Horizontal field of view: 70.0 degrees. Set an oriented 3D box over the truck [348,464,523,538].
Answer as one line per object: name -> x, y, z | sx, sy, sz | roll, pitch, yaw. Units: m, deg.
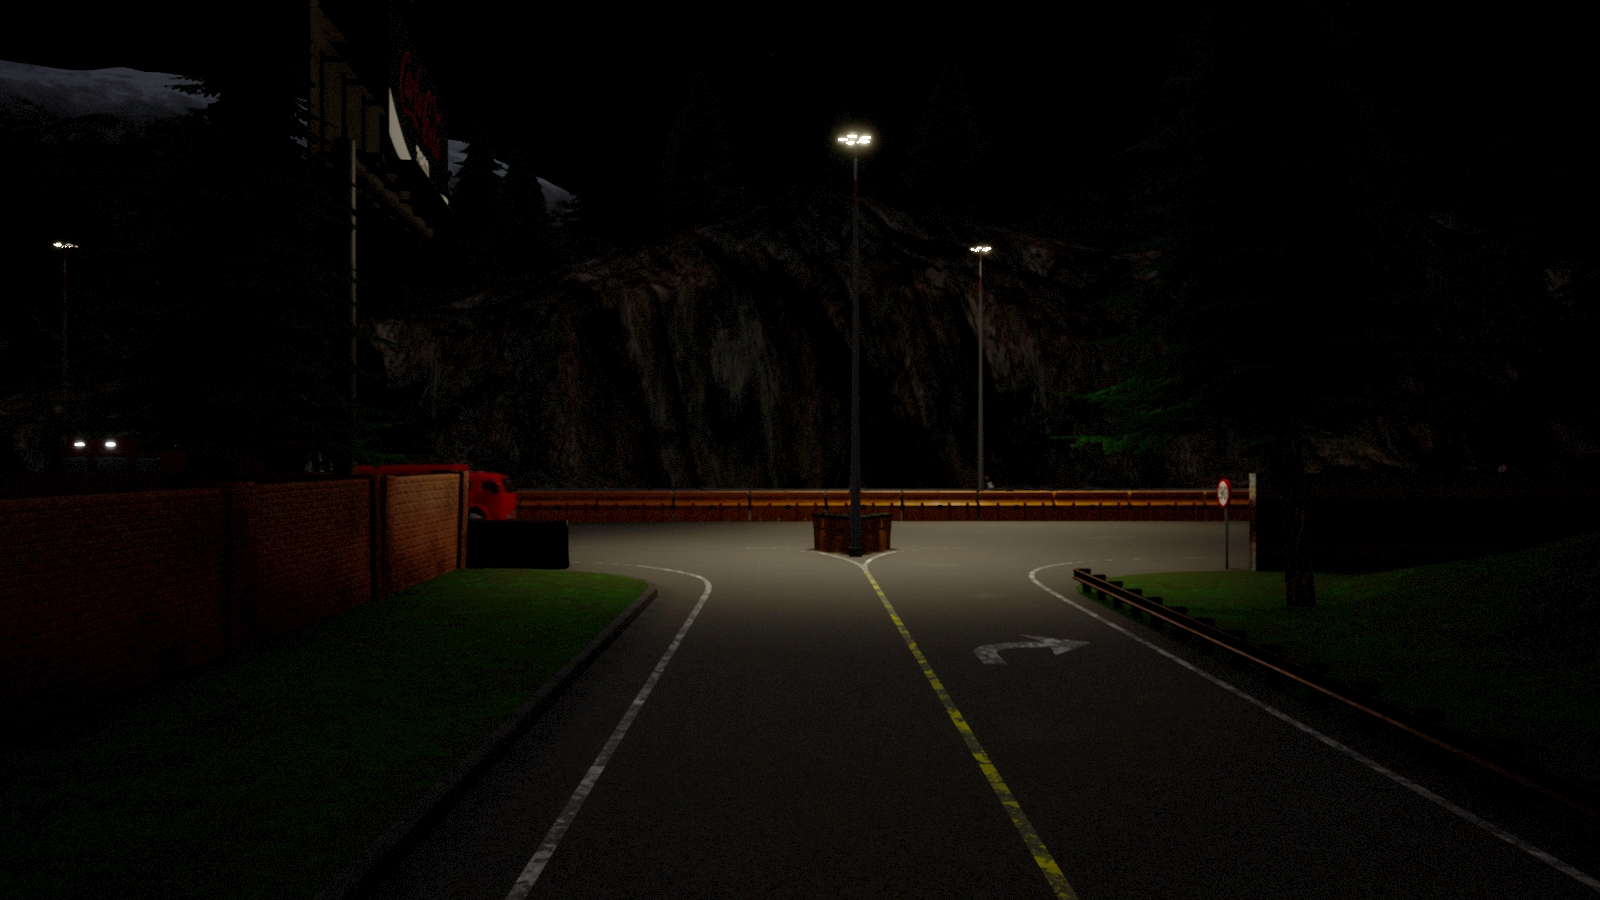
truck -> -12.504, 1.721, 39.515 | 5.204, 2.467, 2.627 | 0, 0, -1
